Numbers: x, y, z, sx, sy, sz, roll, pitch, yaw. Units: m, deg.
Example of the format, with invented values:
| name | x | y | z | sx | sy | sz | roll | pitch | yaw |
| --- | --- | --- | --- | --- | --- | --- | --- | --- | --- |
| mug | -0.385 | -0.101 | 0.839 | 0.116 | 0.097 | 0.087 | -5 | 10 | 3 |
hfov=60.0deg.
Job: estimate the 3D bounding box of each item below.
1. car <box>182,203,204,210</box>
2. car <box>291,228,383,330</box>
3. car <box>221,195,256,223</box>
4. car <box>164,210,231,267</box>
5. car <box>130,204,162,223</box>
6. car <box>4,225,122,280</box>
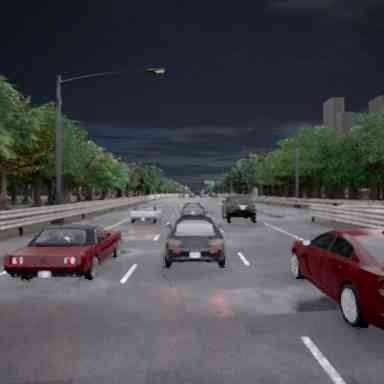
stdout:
| name | x | y | z | sx | sy | sz | roll | pitch | yaw |
| --- | --- | --- | --- | --- | --- | --- | --- | --- | --- |
| car | 0.085 | 1.564 | 27.574 | 1.994 | 1.385 | 4.181 | 0 | 0 | 0 |
| car | 3.581 | 1.494 | 7.023 | 1.882 | 1.535 | 5.008 | 0 | 0 | 0 |
| car | 3.588 | 1.227 | 26.110 | 2.150 | 2.045 | 5.566 | 0 | 0 | 0 |
| car | 0.088 | 1.548 | 11.348 | 1.812 | 1.442 | 4.674 | 0 | 0 | 0 |
| car | -3.413 | 1.608 | 25.470 | 1.895 | 1.301 | 4.718 | 0 | 0 | 0 |
| car | -3.413 | 1.622 | 9.923 | 1.895 | 1.301 | 4.718 | 0 | 0 | 0 |
